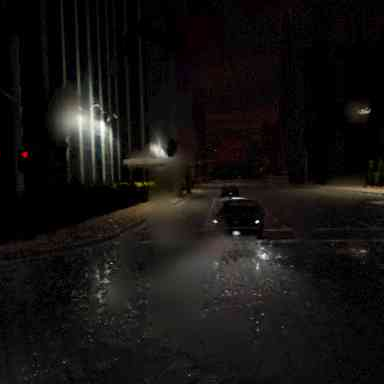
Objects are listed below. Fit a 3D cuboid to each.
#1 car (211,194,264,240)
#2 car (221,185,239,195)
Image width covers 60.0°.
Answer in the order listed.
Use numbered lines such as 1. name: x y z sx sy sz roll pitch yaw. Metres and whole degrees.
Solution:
1. car: 1.957 1.002 13.525 1.895 1.301 4.718 -1 2 12
2. car: 4.460 -0.102 38.933 1.994 1.385 4.181 -1 2 5
